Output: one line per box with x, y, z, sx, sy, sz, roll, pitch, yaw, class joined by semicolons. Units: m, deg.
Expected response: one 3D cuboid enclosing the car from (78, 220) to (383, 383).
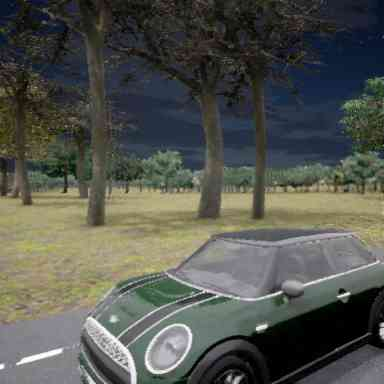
0.867;1.343;4.609;4.553;1.767;2.097;0;0;-35;car
